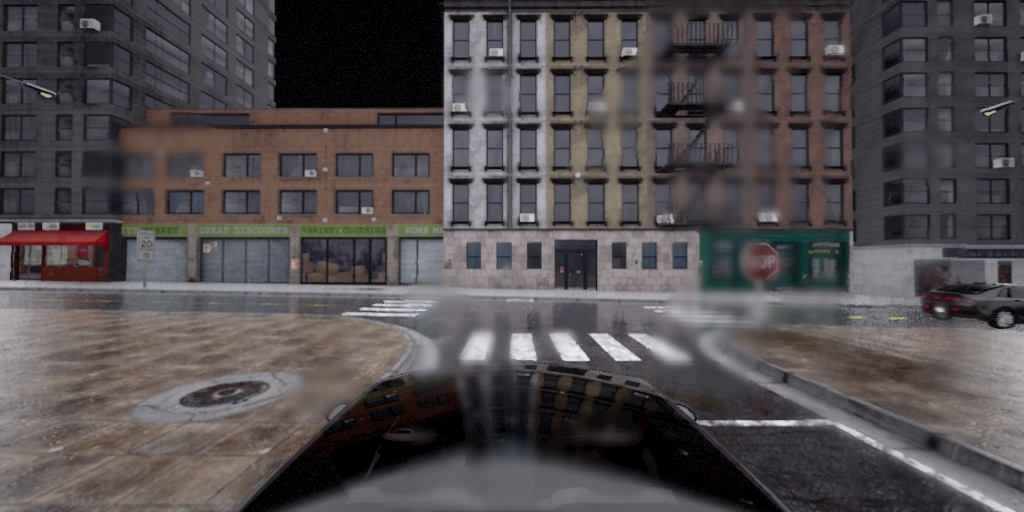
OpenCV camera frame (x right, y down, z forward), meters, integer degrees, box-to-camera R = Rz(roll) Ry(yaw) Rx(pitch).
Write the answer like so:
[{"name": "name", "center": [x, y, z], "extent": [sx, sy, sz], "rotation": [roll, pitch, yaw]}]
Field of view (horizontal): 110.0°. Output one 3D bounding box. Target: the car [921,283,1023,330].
[{"name": "car", "center": [17.464, 1.730, 12.577], "extent": [4.892, 1.490, 1.837], "rotation": [1, -1, 0]}]
